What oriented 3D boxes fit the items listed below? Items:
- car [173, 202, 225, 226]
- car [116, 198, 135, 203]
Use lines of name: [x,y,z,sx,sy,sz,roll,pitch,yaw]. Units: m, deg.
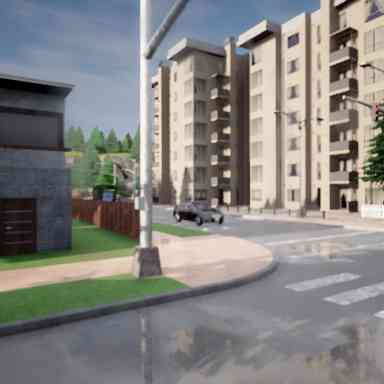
car: [0.387,1.470,23.387,2.128,1.511,4.902,0,0,-30]
car: [-7.384,1.466,36.910,2.128,1.511,4.902,0,0,-30]
